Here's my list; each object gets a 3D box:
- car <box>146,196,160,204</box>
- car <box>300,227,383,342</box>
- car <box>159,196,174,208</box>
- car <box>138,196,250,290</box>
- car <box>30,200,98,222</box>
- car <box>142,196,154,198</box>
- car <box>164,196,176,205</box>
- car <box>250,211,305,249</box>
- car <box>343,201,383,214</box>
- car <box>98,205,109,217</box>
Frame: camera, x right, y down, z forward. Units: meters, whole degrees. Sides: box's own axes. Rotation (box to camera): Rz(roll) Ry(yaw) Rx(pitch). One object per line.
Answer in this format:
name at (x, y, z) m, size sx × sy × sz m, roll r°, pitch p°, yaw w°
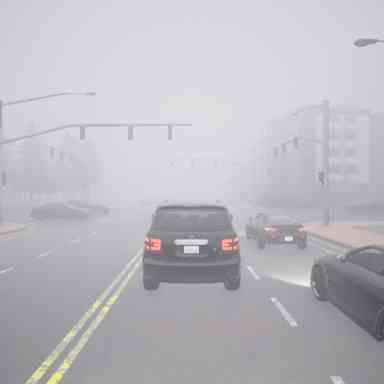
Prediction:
car at (-7.382, 1.491, 63.314) m, size 2.128 × 1.511 × 4.902 m, roll 0°, pitch 0°, yaw 0°
car at (3.572, 1.564, 5.646) m, size 1.994 × 1.385 × 4.181 m, roll 0°, pitch 0°, yaw 0°
car at (-3.845, 1.477, 50.467) m, size 1.882 × 1.535 × 5.008 m, roll 0°, pitch 0°, yaw 0°
car at (0.002, 1.221, 9.199) m, size 2.150 × 2.045 × 5.566 m, roll 0°, pitch 0°, yaw 0°
car at (-10.155, 1.525, 26.044) m, size 4.674 × 1.442 × 1.812 m, roll 0°, pitch 0°, yaw -1°
car at (-7.348, 1.477, 53.045) m, size 1.882 × 1.535 × 5.008 m, roll 0°, pitch 0°, yaw -1°
car at (-3.881, 1.477, 59.883) m, size 1.882 × 1.535 × 5.008 m, roll 0°, pitch 0°, yaw 0°
car at (3.507, 1.526, 14.366) m, size 1.812 × 1.442 × 4.674 m, roll 0°, pitch 0°, yaw 0°
car at (18.066, 1.601, 34.068) m, size 4.718 × 1.301 × 1.895 m, roll 0°, pitch 0°, yaw -2°
car at (-10.176, 1.477, 30.382) m, size 5.008 × 1.535 × 1.882 m, roll 0°, pitch 0°, yaw -13°
